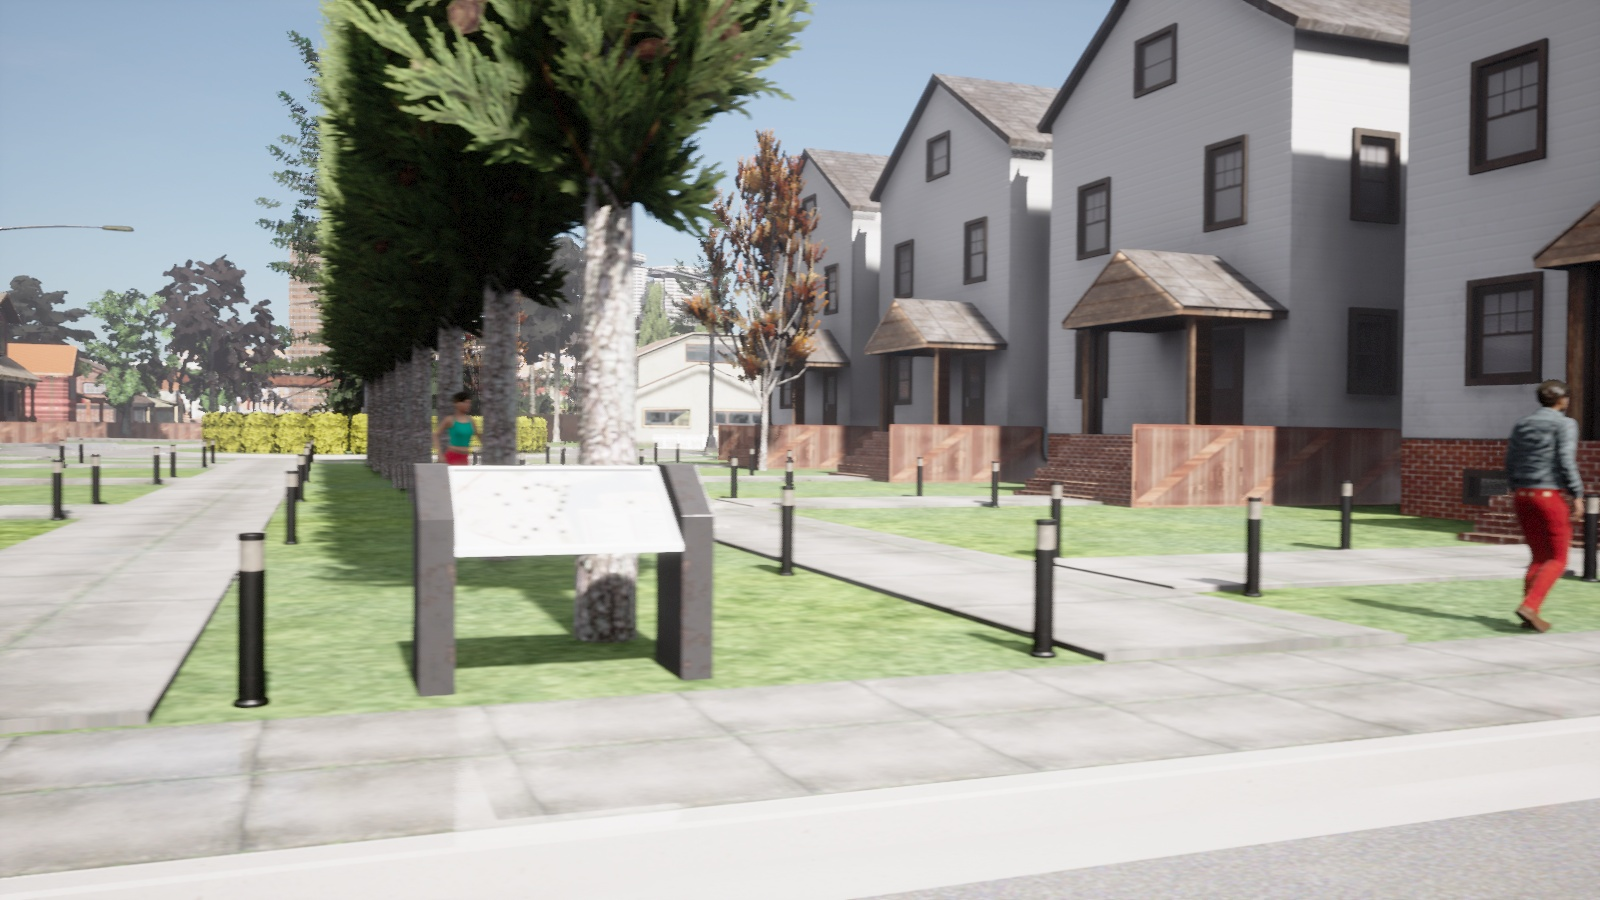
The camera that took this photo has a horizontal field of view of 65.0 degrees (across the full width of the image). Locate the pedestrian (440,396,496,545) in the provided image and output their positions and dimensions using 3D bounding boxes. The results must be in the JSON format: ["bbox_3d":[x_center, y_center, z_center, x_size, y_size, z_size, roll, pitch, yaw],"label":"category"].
[{"bbox_3d":[-4.168,0.248,15.782,0.594,1.836,0.345,0,1,33],"label":"pedestrian"}]

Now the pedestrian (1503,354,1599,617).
[{"bbox_3d":[5.474,0.246,9.083,0.614,1.847,0.353,-1,1,-19],"label":"pedestrian"}]
